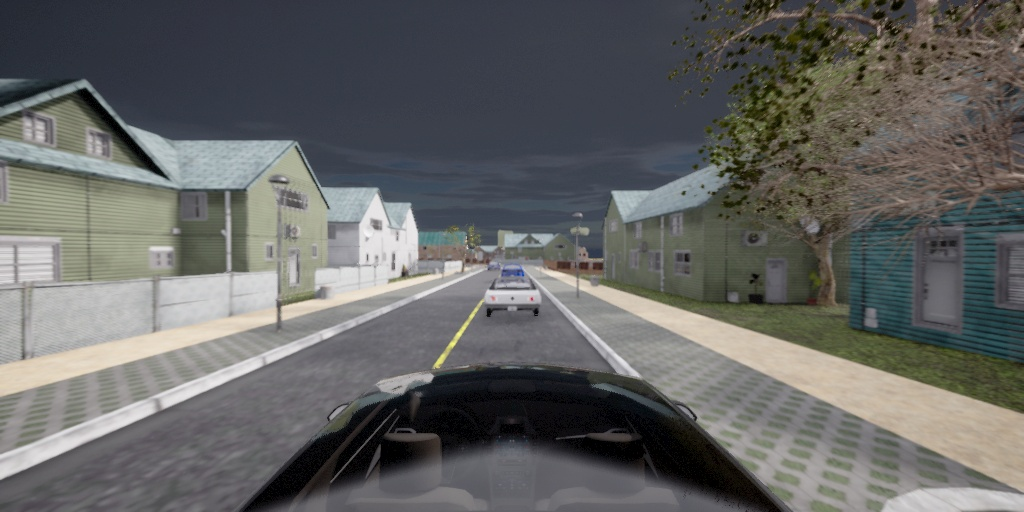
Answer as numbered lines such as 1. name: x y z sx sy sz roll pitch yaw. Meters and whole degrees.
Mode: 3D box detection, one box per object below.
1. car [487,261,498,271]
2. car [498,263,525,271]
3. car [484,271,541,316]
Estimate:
1. car: -2.818 1.572 55.545 1.812 1.442 4.674 0 -1 0
2. car: 0.056 1.387 30.529 1.882 1.535 5.008 0 0 0
3. car: 0.040 1.417 13.721 1.895 1.301 4.718 0 0 1
